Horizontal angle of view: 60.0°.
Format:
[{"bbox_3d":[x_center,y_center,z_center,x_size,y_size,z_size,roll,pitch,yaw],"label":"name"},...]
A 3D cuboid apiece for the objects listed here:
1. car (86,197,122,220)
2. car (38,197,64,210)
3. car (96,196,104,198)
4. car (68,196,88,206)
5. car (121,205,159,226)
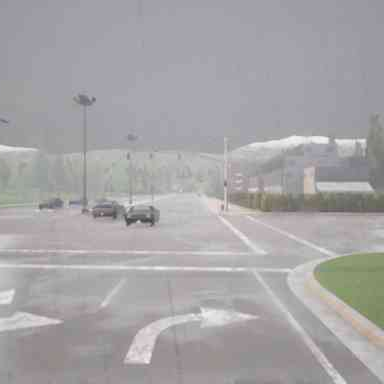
[{"bbox_3d":[-6.890,1.487,27.943,2.128,1.511,4.902,0,0,0],"label":"car"},{"bbox_3d":[-18.559,1.498,43.926,1.837,1.490,4.892,0,0,0],"label":"car"},{"bbox_3d":[-18.446,1.515,66.639,1.812,1.442,4.674,0,0,0],"label":"car"},{"bbox_3d":[-18.539,1.469,54.385,1.882,1.535,5.008,0,0,1],"label":"car"},{"bbox_3d":[-3.391,1.597,23.479,1.895,1.301,4.718,0,0,0],"label":"car"}]
